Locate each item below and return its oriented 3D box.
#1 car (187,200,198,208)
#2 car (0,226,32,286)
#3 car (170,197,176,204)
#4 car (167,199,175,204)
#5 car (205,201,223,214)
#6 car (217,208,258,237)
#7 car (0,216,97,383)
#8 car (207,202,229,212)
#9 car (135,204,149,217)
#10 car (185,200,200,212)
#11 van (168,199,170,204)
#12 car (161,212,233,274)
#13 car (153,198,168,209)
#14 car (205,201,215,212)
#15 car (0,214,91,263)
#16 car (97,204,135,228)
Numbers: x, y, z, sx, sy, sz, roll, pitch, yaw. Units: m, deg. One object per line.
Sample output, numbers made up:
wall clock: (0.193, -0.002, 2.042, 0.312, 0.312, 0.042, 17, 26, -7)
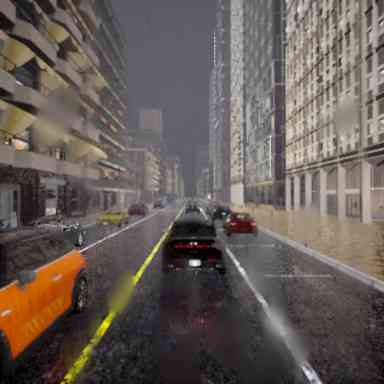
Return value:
car: (0.051, 2.266, 64.207, 1.994, 1.385, 4.181, 0, -1, 0)
car: (-5.696, 1.648, 7.666, 1.947, 1.339, 4.313, 0, -1, 0)
car: (-5.759, 2.540, 86.741, 1.802, 1.307, 4.206, 0, -1, 0)
car: (-5.763, 2.607, 92.389, 1.802, 1.307, 4.206, 0, -1, 0)
car: (2.657, 1.890, 41.563, 1.967, 1.590, 4.097, 0, -1, 0)
car: (2.675, 1.784, 18.969, 1.802, 1.307, 4.206, 0, -1, 0)
car: (-3.105, 1.403, 4.707, 2.097, 1.767, 4.553, 0, -1, 0)
car: (2.667, 1.891, 30.265, 1.947, 1.339, 4.313, 0, -1, 0)
car: (-5.718, 1.932, 35.908, 1.887, 1.381, 4.507, 0, -1, 0)
car: (0.066, 2.022, 43.742, 2.033, 1.411, 5.357, 0, -1, 0)
van: (-5.741, 2.044, 64.151, 1.690, 1.788, 3.998, 0, -1, 0)
car: (0.044, 1.621, 11.020, 1.837, 1.490, 4.892, 0, -1, -1)
car: (-5.737, 2.205, 58.500, 1.947, 1.339, 4.313, 0, -1, 0)
car: (2.661, 1.969, 35.914, 1.802, 1.307, 4.206, 0, -1, 0)
car: (-5.700, 1.692, 13.314, 2.008, 1.369, 4.403, 0, -1, 0)
car: (-5.709, 1.787, 24.441, 1.752, 1.417, 4.829, 0, -1, 0)
